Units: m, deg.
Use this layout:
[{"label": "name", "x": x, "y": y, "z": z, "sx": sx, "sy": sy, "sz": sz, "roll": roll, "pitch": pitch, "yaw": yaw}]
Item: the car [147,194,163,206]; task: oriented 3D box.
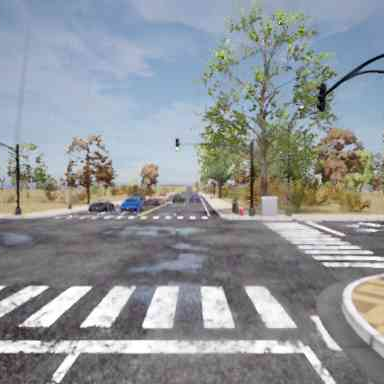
[{"label": "car", "x": -6.206, "y": 1.431, "z": 52.323, "sx": 1.994, "sy": 1.385, "sz": 4.181, "roll": 0, "pitch": 0, "yaw": 1}]

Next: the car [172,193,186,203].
[{"label": "car", "x": -2.679, "y": 1.176, "z": 65.368, "sx": 2.097, "sy": 1.767, "sz": 4.553, "roll": 0, "pitch": 0, "yaw": 1}]

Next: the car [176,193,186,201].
[{"label": "car", "x": -2.509, "y": 1.039, "z": 75.401, "sx": 2.097, "sy": 1.767, "sz": 4.553, "roll": 0, "pitch": 0, "yaw": 1}]

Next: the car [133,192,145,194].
[{"label": "car", "x": -9.316, "y": 1.072, "z": 57.751, "sx": 2.150, "sy": 2.045, "sz": 5.566, "roll": 0, "pitch": 0, "yaw": 1}]

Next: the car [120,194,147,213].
[{"label": "car", "x": -6.507, "y": 1.391, "z": 36.500, "sx": 1.882, "sy": 1.535, "sz": 5.008, "roll": 0, "pitch": 1, "yaw": 1}]

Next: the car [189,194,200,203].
[{"label": "car", "x": 0.570, "y": 1.177, "z": 65.280, "sx": 2.097, "sy": 1.767, "sz": 4.553, "roll": 0, "pitch": 0, "yaw": 1}]

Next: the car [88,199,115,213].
[{"label": "car", "x": -9.762, "y": 1.477, "z": 36.144, "sx": 1.994, "sy": 1.385, "sz": 4.181, "roll": 0, "pitch": 0, "yaw": 1}]

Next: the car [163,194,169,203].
[{"label": "car", "x": -5.911, "y": 1.137, "z": 66.881, "sx": 2.097, "sy": 1.767, "sz": 4.553, "roll": 0, "pitch": 0, "yaw": 1}]

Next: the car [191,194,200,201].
[{"label": "car", "x": 0.741, "y": 1.238, "z": 75.377, "sx": 1.994, "sy": 1.385, "sz": 4.181, "roll": 0, "pitch": 0, "yaw": 1}]
